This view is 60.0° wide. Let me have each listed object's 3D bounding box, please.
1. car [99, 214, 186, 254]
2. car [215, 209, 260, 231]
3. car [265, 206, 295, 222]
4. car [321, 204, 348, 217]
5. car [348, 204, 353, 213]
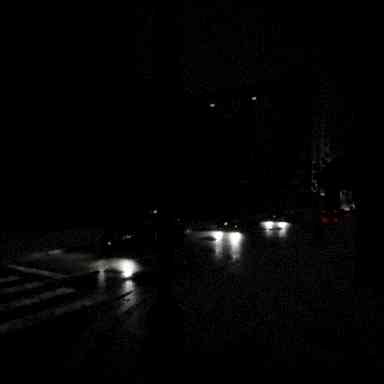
[{"bbox_3d":[-1.996,1.755,14.966,1.812,1.442,4.674,-1,-1,32],"label":"car"},{"bbox_3d":[3.245,1.926,23.428,1.994,1.385,4.181,-1,-1,32],"label":"car"},{"bbox_3d":[8.508,2.059,31.928,1.994,1.385,4.181,-1,-1,31],"label":"car"},{"bbox_3d":[16.503,2.202,38.854,1.895,1.301,4.718,-1,-1,32],"label":"car"},{"bbox_3d":[21.884,2.340,47.631,1.895,1.301,4.718,-1,-1,32],"label":"car"}]
